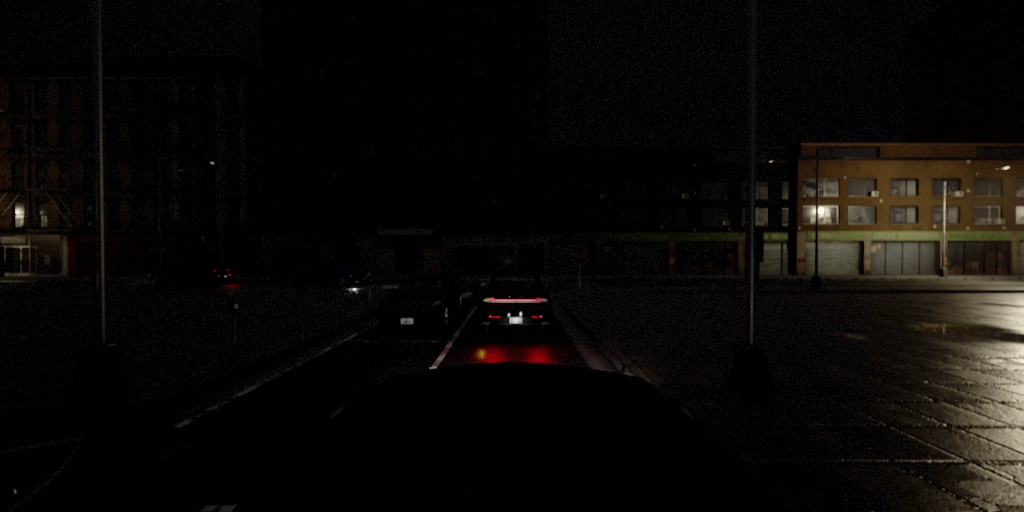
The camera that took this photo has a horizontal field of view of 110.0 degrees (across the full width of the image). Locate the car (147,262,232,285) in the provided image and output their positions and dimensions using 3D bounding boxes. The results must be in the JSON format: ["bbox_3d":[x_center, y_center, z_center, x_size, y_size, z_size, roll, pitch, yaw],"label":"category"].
[{"bbox_3d":[-22.195,1.155,24.752,4.892,1.490,1.837,0,1,0],"label":"car"}]

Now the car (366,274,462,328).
[{"bbox_3d":[-2.634,1.255,11.187,1.948,1.339,4.313,0,0,0],"label":"car"}]

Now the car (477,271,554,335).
[{"bbox_3d":[0.080,1.186,10.300,2.128,1.511,4.902,0,0,0],"label":"car"}]

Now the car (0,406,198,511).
[{"bbox_3d":[-2.638,1.325,0.282,1.948,1.339,4.313,0,0,0],"label":"car"}]

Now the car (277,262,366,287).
[{"bbox_3d":[-11.469,1.125,21.785,5.008,1.535,1.882,0,1,0],"label":"car"}]
